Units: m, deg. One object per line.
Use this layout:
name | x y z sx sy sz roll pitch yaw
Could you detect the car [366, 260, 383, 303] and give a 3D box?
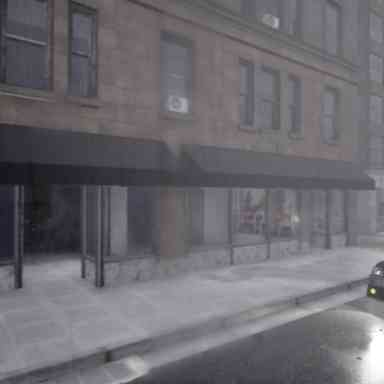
car | 5.555 1.637 7.066 4.181 1.385 1.994 1 0 -36
